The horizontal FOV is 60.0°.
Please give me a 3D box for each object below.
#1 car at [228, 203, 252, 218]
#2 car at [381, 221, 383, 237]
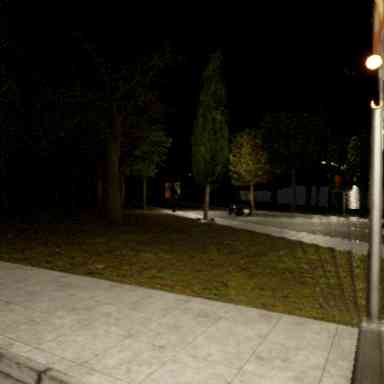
[{"bbox_3d":[7.608,2.868,53.140,2.150,2.045,5.566,0,-1,-15],"label":"car"},{"bbox_3d":[15.667,2.596,23.787,1.882,1.535,5.008,0,-1,-15],"label":"car"}]
